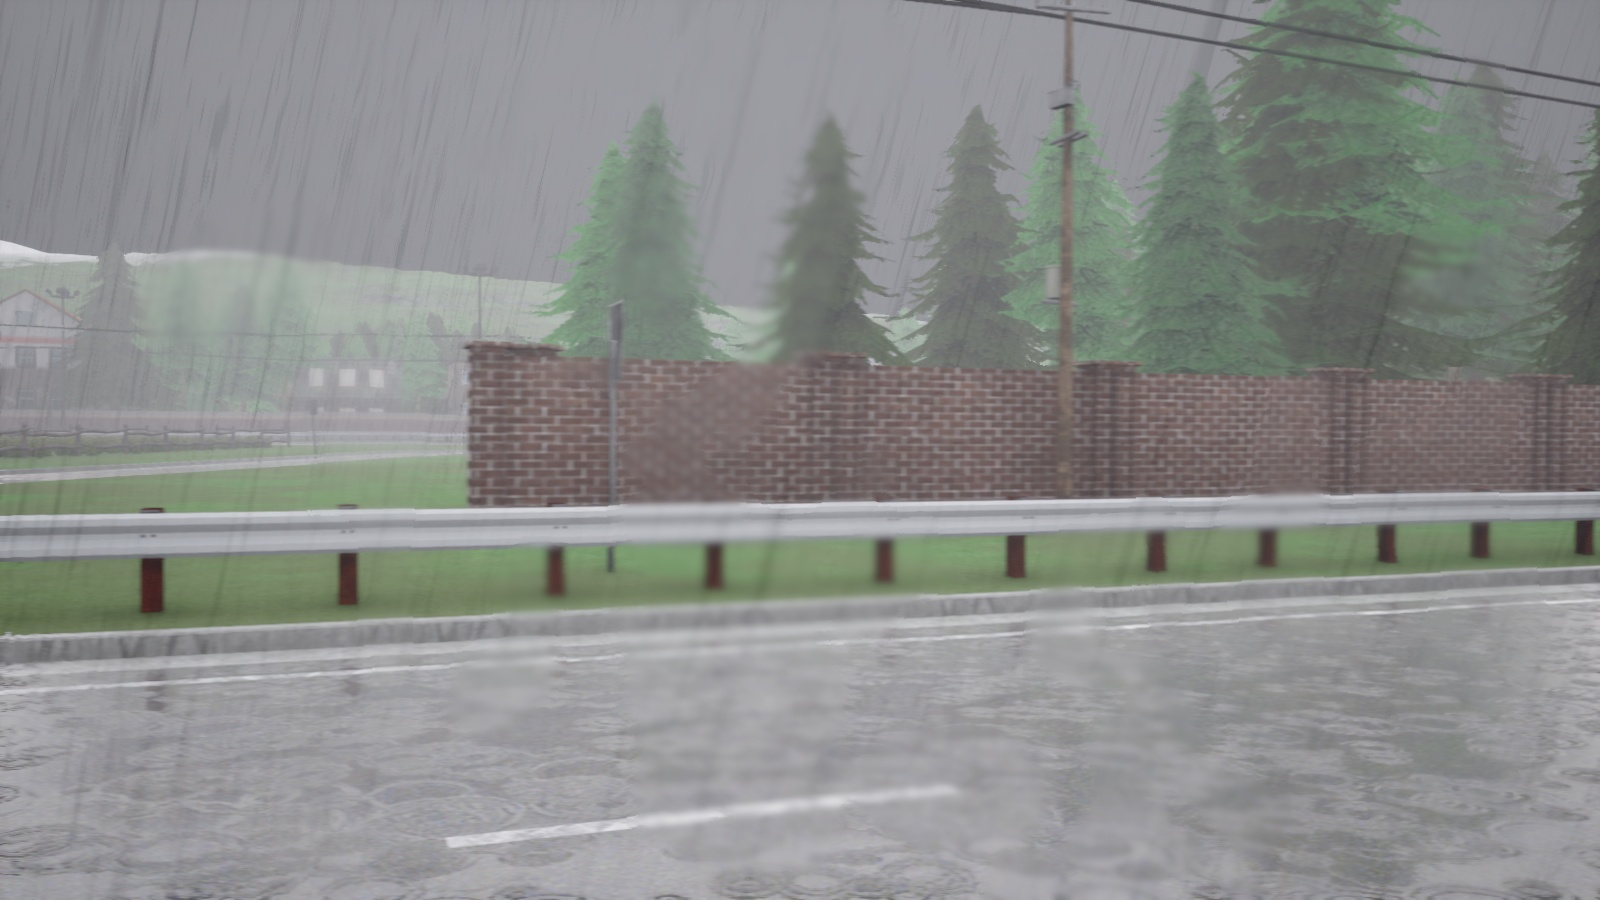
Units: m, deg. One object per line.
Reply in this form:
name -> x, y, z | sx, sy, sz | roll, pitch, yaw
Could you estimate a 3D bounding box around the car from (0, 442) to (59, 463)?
car -> -51.803, 0.169, 82.897 | 4.718, 1.301, 1.895 | -1, 1, -21
